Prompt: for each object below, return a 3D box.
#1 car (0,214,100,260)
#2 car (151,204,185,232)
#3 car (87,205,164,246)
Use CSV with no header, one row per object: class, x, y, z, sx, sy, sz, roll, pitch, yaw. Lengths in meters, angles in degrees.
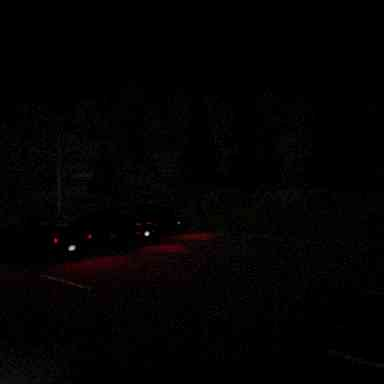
car,-5.808,1.574,12.398,4.718,1.301,1.895,0,0,36
car,-2.720,1.448,18.785,5.008,1.535,1.882,0,0,35
car,-3.847,1.478,15.297,4.892,1.490,1.837,0,0,36
